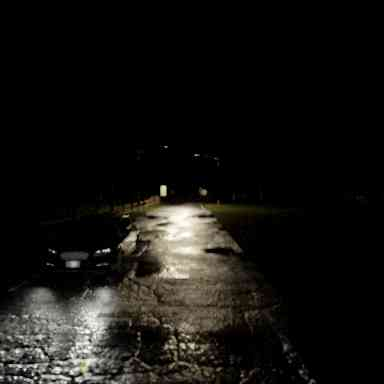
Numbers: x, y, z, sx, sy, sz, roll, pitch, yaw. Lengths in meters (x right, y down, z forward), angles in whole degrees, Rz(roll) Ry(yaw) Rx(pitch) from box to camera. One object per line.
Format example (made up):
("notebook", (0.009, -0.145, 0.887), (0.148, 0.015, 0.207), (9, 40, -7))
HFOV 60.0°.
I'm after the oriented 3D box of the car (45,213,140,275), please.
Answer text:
("car", (-2.822, 1.451, 10.378), (2.128, 1.511, 4.902), (0, 0, 0))
